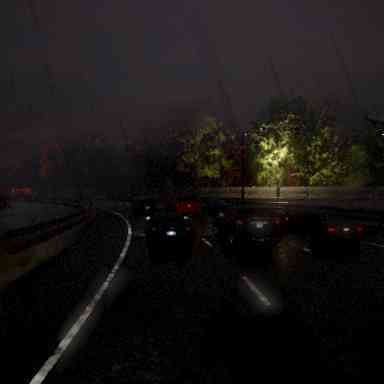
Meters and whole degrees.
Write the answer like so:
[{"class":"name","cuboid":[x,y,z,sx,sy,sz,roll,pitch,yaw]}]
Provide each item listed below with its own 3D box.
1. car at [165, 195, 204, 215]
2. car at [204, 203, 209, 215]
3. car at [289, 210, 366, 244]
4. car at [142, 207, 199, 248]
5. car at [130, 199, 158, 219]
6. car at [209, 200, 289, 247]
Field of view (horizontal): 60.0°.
[{"class":"car","cuboid":[-0.983,1.256,30.753,2.150,2.045,5.566,0,0,-16]},{"class":"car","cuboid":[2.384,1.531,31.711,1.812,1.442,4.674,0,0,-16]},{"class":"car","cuboid":[5.840,1.561,15.846,2.033,1.411,5.357,0,0,-8]},{"class":"car","cuboid":[-1.088,1.570,14.848,1.994,1.385,4.181,0,0,-8]},{"class":"car","cuboid":[-4.324,1.364,29.708,2.097,1.767,4.553,0,0,-16]},{"class":"car","cuboid":[2.380,1.364,15.317,2.097,1.767,4.553,0,0,-8]}]
